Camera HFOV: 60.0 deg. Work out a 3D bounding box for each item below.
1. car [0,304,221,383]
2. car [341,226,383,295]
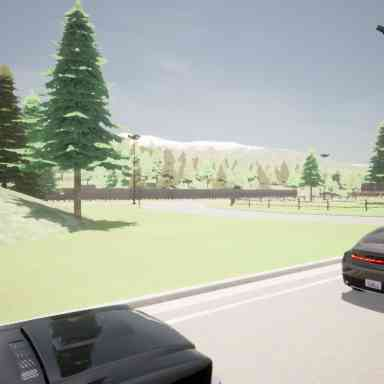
[{"bbox_3d":[-2.071,1.601,2.272,4.718,1.301,1.895,0,0,-35],"label":"car"},{"bbox_3d":[5.425,1.505,7.714,4.892,1.490,1.837,0,0,-35],"label":"car"}]
